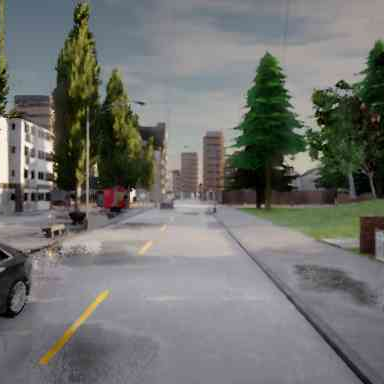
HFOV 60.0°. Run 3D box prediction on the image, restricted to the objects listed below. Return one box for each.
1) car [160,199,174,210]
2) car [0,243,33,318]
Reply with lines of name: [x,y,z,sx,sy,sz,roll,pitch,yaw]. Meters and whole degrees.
car: [-3.711,1.782,49.770,1.882,1.535,5.008,0,0,0]
car: [-4.080,1.522,4.692,1.837,1.490,4.892,0,0,0]
